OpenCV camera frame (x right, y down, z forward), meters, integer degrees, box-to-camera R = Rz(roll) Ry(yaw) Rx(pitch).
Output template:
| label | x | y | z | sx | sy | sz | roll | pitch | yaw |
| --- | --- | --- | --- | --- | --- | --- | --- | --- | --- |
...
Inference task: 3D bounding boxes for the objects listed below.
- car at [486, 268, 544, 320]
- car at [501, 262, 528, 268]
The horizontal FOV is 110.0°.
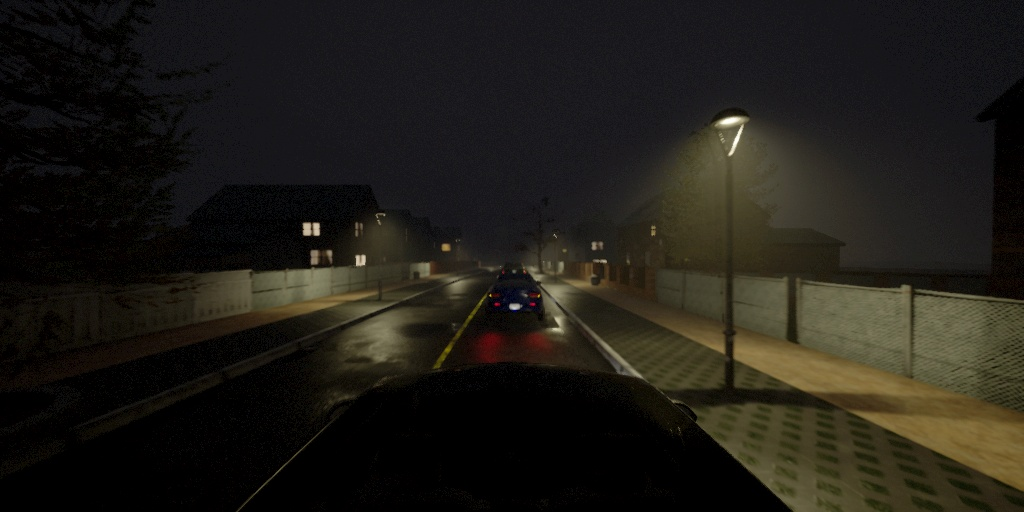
| label | x | y | z | sx | sy | sz | roll | pitch | yaw |
| --- | --- | --- | --- | --- | --- | --- | --- | --- | --- |
| car | 0.088 | 1.310 | 12.690 | 1.812 | 1.442 | 4.674 | 0 | 0 | 0 |
| car | 0.179 | 1.225 | 28.673 | 2.097 | 1.767 | 4.553 | 0 | 0 | 1 |
